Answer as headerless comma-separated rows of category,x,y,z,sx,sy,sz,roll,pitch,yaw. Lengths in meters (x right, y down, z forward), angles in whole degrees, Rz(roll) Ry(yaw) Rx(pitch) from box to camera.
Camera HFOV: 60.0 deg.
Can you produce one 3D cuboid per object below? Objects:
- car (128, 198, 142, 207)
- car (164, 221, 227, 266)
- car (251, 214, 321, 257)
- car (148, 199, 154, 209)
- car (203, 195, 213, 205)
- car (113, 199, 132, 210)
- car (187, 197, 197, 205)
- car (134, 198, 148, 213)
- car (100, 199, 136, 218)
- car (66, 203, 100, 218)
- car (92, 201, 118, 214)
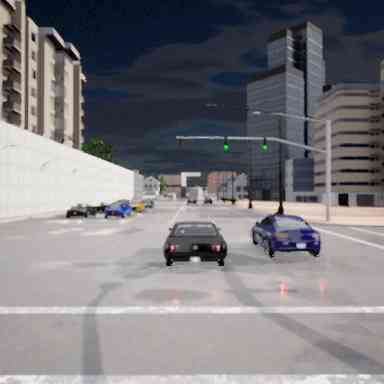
car,-10.500,1.927,61.176,1.812,1.442,4.674,0,0,0
car,0.100,1.680,11.869,1.895,1.301,4.718,0,0,0
car,3.601,1.614,13.253,1.812,1.442,4.674,0,0,0
car,-7.044,1.835,52.289,2.128,1.511,4.902,0,0,1
car,3.499,1.977,72.569,1.837,1.490,4.892,0,0,0
car,-10.554,1.840,51.019,1.837,1.490,4.892,0,0,0
car,-0.001,1.832,72.641,2.097,1.767,4.553,0,0,0
car,-7.085,1.753,41.853,1.882,1.535,5.008,0,0,0
car,-7.091,1.691,32.394,1.882,1.535,5.008,0,0,0
car,-10.592,1.775,32.108,1.994,1.385,4.181,0,0,0
car,-10.591,1.869,40.866,1.895,1.301,4.718,0,0,0
